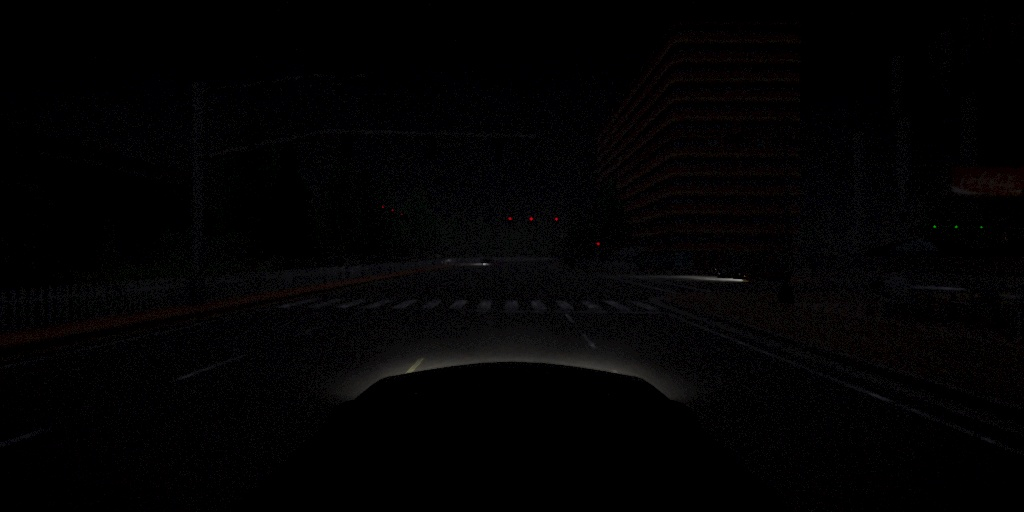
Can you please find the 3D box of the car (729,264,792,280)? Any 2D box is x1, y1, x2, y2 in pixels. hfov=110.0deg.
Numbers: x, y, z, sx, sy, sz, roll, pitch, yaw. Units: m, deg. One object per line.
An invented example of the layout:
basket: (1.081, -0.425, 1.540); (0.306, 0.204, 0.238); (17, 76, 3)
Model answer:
car: (21.815, 1.394, 31.247); (4.181, 1.385, 1.994); (0, 0, 1)

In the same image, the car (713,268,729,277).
car: (22.285, 1.418, 34.740); (4.718, 1.301, 1.895); (0, 0, 1)
